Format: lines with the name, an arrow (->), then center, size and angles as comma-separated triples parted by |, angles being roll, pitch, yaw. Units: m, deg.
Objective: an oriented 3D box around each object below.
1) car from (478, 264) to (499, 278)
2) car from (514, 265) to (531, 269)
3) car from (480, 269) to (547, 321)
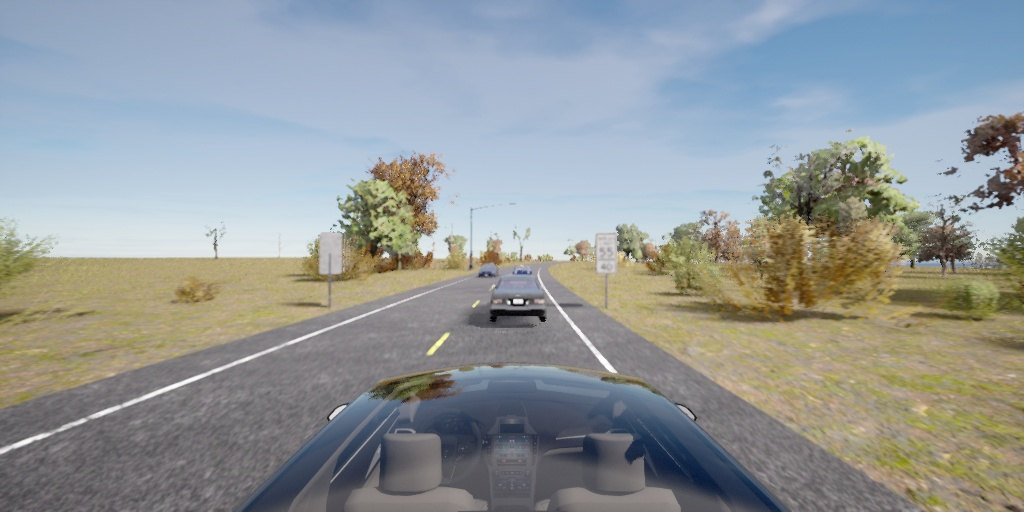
car -> -2.395, 1.544, 38.465 | 2.033, 1.411, 5.357 | 0, 0, 4
car -> 1.062, 1.577, 35.475 | 1.895, 1.301, 4.718 | 0, 0, 3
car -> 0.223, 1.375, 12.872 | 2.033, 1.411, 5.357 | 0, 0, 1
